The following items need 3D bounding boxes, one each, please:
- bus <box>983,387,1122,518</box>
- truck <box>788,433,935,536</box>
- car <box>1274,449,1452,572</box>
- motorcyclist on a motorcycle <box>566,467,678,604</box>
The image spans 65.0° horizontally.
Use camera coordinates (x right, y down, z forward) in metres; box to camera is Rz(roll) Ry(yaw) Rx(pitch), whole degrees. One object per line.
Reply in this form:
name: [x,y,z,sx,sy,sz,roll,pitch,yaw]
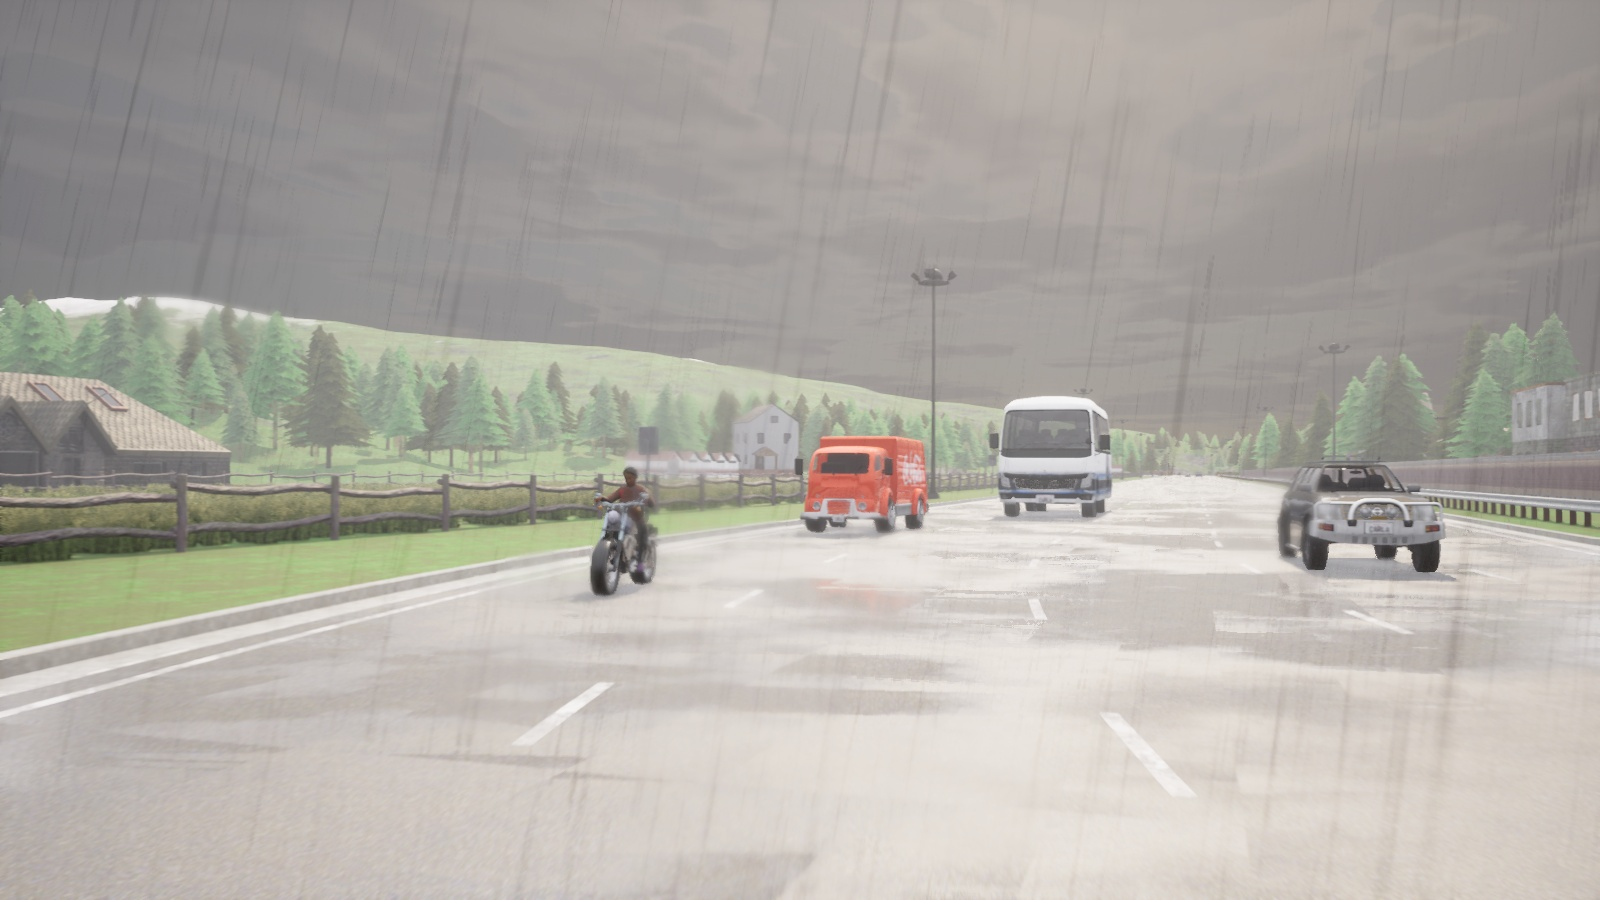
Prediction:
bus: [9.547,0.181,46.300,3.944,4.253,10.273,0,-1,17]
truck: [1.729,0.877,32.982,2.627,2.467,5.204,-1,-1,17]
car: [9.411,0.957,21.374,1.932,1.855,4.605,-1,-1,14]
motorcyclist on a motorcycle: [-2.262,1.046,16.311,0.766,1.649,2.350,0,-1,9]
